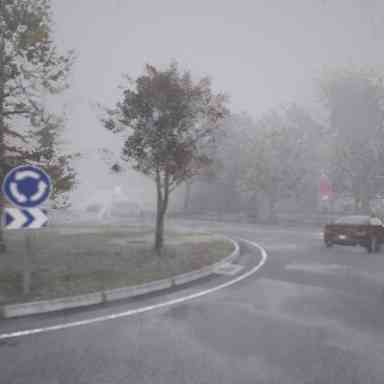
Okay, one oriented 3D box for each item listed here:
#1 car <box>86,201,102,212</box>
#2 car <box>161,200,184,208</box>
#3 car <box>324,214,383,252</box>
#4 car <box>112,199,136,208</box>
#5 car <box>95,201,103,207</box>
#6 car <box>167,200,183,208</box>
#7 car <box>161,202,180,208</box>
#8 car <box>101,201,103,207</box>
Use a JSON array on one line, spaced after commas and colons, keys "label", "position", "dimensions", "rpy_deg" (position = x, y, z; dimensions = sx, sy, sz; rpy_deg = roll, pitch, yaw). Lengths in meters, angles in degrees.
[{"label": "car", "position": [-16.368, 2.645, 55.144], "dimensions": [1.895, 1.301, 4.718], "rpy_deg": [1, -2, -13]}, {"label": "car", "position": [-5.236, 3.201, 88.719], "dimensions": [5.566, 2.045, 2.435], "rpy_deg": [1, -1, -14]}, {"label": "car", "position": [7.853, 1.770, 15.532], "dimensions": [1.882, 1.535, 5.008], "rpy_deg": [0, -2, 42]}, {"label": "car", "position": [-16.653, 2.901, 82.648], "dimensions": [5.566, 2.045, 2.435], "rpy_deg": [1, -2, -14]}, {"label": "car", "position": [-23.647, 3.058, 84.660], "dimensions": [1.812, 1.442, 4.674], "rpy_deg": [1, -1, -14]}, {"label": "car", "position": [-3.829, 3.191, 83.112], "dimensions": [4.553, 1.767, 2.185], "rpy_deg": [1, -1, -14]}, {"label": "car", "position": [-5.879, 3.512, 91.336], "dimensions": [4.892, 1.521, 2.231], "rpy_deg": [1, -1, -14]}, {"label": "car", "position": [-20.231, 2.945, 70.743], "dimensions": [2.033, 1.411, 5.357], "rpy_deg": [1, -1, -14]}]
